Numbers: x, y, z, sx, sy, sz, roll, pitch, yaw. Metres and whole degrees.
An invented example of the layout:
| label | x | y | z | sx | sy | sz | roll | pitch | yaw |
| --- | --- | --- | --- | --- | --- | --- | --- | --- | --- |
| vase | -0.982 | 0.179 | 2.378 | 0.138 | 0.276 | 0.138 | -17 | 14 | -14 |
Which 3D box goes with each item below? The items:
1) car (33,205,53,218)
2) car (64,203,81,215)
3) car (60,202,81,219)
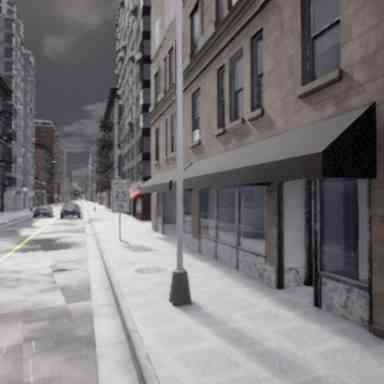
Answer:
| label | x | y | z | sx | sy | sz | roll | pitch | yaw |
| --- | --- | --- | --- | --- | --- | --- | --- | --- | --- |
| car | -17.412 | 2.240 | 39.155 | 2.033 | 1.411 | 5.357 | 0 | -1 | -18 |
| car | -16.788 | 2.319 | 46.871 | 2.128 | 1.511 | 4.902 | 0 | -1 | -18 |
| car | -13.608 | 2.006 | 37.391 | 2.097 | 1.767 | 4.553 | 0 | -1 | -18 |
